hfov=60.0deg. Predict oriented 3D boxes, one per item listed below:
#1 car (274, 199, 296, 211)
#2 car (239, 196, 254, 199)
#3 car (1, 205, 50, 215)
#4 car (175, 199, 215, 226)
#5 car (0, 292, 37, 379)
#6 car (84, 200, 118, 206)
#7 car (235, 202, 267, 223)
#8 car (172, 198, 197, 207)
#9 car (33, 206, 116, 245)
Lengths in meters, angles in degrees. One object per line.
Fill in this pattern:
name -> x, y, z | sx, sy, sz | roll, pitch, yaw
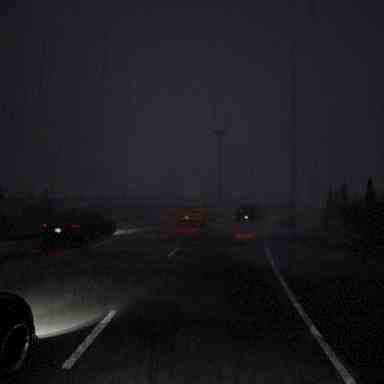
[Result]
car -> 11.392, 1.566, 40.849 | 1.812, 1.442, 4.674 | 0, 0, 30
car -> 10.219, 1.518, 63.680 | 2.097, 1.767, 4.553 | 0, -1, 40
car -> -11.006, 1.561, 22.677 | 1.994, 1.385, 4.181 | 0, 0, 14
car -> 0.349, 1.485, 23.850 | 1.882, 1.535, 5.008 | 0, 0, 16
car -> -3.181, 1.554, 2.887 | 1.994, 1.385, 4.181 | 0, 0, 2
car -> -11.557, 1.661, 42.447 | 1.895, 1.301, 4.718 | 0, 0, 25
car -> 4.540, 1.514, 25.494 | 1.837, 1.490, 4.892 | 0, 0, 18
car -> -1.170, 1.678, 54.166 | 1.994, 1.385, 4.181 | 0, 0, 32
car -> -5.188, 1.558, 15.725 | 1.994, 1.385, 4.181 | 0, 0, 10
